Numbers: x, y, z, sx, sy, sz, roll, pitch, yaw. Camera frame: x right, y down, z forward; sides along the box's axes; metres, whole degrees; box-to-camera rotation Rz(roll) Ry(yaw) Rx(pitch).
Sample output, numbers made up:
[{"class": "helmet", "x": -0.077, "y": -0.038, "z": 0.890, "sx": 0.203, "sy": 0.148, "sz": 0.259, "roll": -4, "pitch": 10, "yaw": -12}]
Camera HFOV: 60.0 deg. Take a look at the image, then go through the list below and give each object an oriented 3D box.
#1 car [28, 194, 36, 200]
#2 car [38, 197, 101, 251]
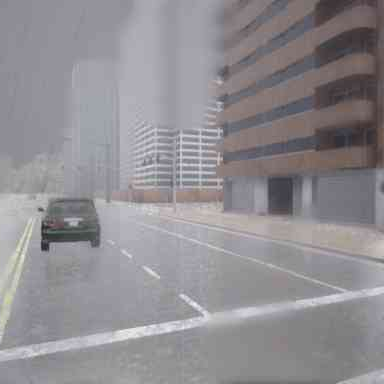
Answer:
[{"class": "car", "x": -40.089, "y": 1.241, "z": 83.385, "sx": 1.837, "sy": 1.490, "sz": 4.892, "roll": 0, "pitch": 0, "yaw": -24}, {"class": "car", "x": -5.338, "y": 1.226, "z": 14.357, "sx": 2.150, "sy": 2.045, "sz": 5.566, "roll": 0, "pitch": 0, "yaw": -24}]
